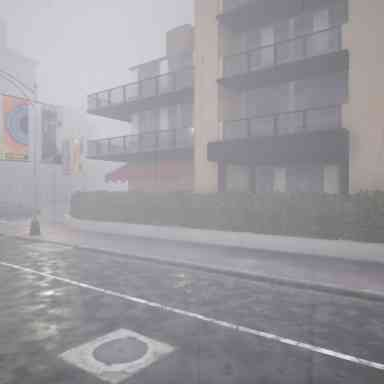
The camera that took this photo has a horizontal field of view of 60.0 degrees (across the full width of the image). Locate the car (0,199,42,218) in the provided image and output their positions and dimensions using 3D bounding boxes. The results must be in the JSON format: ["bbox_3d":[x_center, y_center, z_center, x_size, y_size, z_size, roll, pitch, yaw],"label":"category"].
[{"bbox_3d":[-15.669,1.547,28.257,2.033,1.411,5.357,0,0,36],"label":"car"}]
